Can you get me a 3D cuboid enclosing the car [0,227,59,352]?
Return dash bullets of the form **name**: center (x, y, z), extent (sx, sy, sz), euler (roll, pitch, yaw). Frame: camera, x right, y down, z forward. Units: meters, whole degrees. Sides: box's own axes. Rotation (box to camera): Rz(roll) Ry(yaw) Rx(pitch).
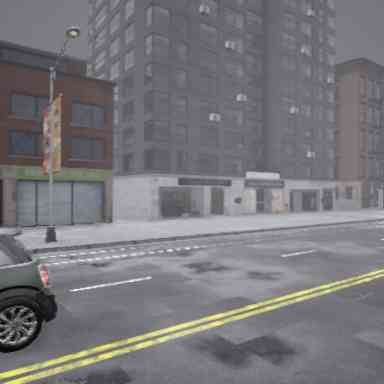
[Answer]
- **car**: center (-4.375, 1.349, 4.555), extent (4.553, 1.767, 2.097), euler (0, 0, -35)
